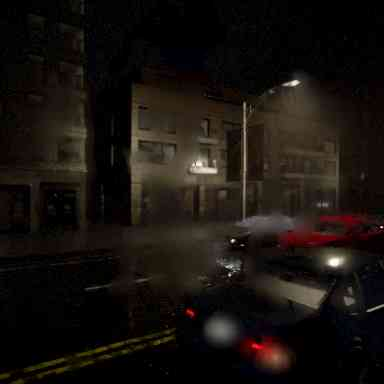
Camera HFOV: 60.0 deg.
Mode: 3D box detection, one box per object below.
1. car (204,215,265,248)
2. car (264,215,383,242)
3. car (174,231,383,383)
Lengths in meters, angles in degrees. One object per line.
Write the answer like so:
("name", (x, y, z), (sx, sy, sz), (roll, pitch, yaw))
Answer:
("car", (3.111, 1.673, 13.912), (5.357, 1.411, 2.033), (1, 0, -36))
("car", (4.955, 1.602, 11.234), (5.008, 1.535, 1.882), (1, 0, -36))
("car", (2.347, 1.604, 5.123), (5.357, 1.411, 2.033), (1, 0, -36))
